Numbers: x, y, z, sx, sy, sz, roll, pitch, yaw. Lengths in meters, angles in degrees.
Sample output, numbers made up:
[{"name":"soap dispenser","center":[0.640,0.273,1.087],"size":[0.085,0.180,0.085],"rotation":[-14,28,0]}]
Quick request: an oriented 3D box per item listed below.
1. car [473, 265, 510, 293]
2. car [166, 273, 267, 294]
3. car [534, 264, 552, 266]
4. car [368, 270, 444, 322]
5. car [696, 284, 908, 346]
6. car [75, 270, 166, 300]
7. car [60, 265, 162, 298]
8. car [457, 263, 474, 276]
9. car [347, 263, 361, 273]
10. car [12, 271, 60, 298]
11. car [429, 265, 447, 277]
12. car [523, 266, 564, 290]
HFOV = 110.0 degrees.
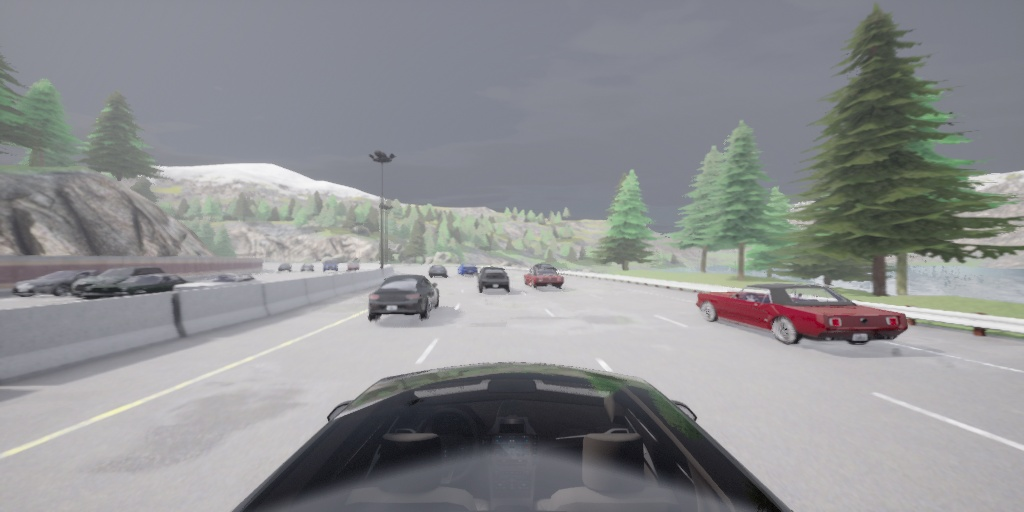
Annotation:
[{"name":"car","center":[-1.285,1.451,22.839],"size":[1.837,1.490,4.892],"rotation":[1,0,-8]},{"name":"car","center":[-15.160,1.597,18.953],"size":[1.895,1.301,4.718],"rotation":[0,-1,-7]},{"name":"car","center":[3.151,1.556,37.790],"size":[1.837,1.490,4.892],"rotation":[1,0,-14]},{"name":"car","center":[-3.754,1.398,12.945],"size":[1.812,1.442,4.674],"rotation":[0,0,-4]},{"name":"car","center":[6.944,1.376,9.475],"size":[1.895,1.301,4.718],"rotation":[0,0,-3]},{"name":"car","center":[-18.613,1.613,18.359],"size":[1.895,1.301,4.718],"rotation":[0,-1,-7]},{"name":"car","center":[-22.509,1.412,20.929],"size":[2.097,1.767,4.553],"rotation":[0,-1,-8]},{"name":"car","center":[-5.463,1.630,43.406],"size":[1.882,1.535,5.008],"rotation":[0,-1,-16]},{"name":"car","center":[-25.853,1.883,58.641],"size":[1.882,1.535,5.008],"rotation":[0,-1,-23]},{"name":"car","center":[-26.090,1.577,21.309],"size":[2.128,1.511,4.902],"rotation":[0,-1,-9]},{"name":"car","center":[-8.645,1.720,41.491],"size":[1.994,1.385,4.181],"rotation":[0,-1,-15]},{"name":"car","center":[2.019,1.540,24.507],"size":[1.895,1.301,4.718],"rotation":[0,-1,-8]}]
